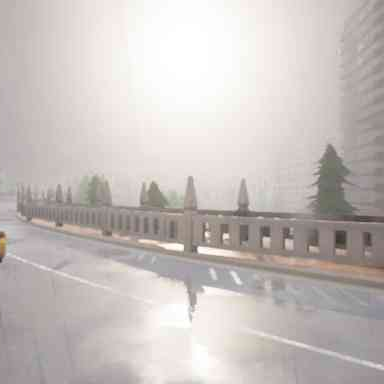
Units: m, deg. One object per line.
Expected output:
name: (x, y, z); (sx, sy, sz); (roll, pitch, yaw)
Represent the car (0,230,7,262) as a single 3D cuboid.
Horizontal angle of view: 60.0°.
car: (-7.887, 1.514, 11.162); (5.008, 1.535, 1.882); (0, 0, 44)
